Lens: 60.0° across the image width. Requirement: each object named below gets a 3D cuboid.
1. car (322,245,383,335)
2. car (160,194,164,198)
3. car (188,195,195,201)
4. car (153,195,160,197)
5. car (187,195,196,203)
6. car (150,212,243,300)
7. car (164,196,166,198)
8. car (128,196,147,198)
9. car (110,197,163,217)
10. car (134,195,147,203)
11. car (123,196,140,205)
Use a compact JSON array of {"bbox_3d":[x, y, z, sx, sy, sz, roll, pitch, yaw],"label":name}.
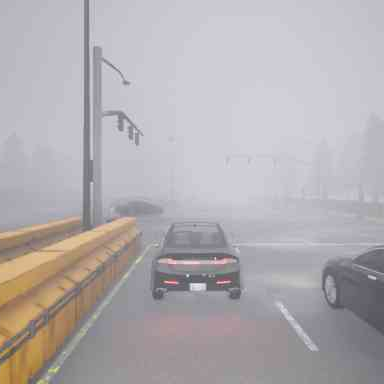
[{"bbox_3d":[3.595,1.505,4.989,1.837,1.490,4.892,0,0,0],"label":"car"},{"bbox_3d":[-7.116,1.526,65.796,1.812,1.442,4.674,0,0,0],"label":"car"},{"bbox_3d":[-0.106,1.524,88.507,1.812,1.442,4.674,0,0,0],"label":"car"},{"bbox_3d":[-7.155,1.547,55.983,2.033,1.411,5.357,0,0,0],"label":"car"},{"bbox_3d":[-0.050,1.556,70.930,1.994,1.385,4.181,0,0,0],"label":"car"},{"bbox_3d":[0.074,1.492,8.401,2.128,1.511,4.902,0,0,-1],"label":"car"},{"bbox_3d":[-7.091,1.355,75.772,2.097,1.767,4.553,0,0,0],"label":"car"},{"bbox_3d":[-7.154,1.352,46.508,2.097,1.767,4.553,0,0,0],"label":"car"},{"bbox_3d":[-4.891,1.526,31.029,4.674,1.442,1.812,0,0,-38],"label":"car"},{"bbox_3d":[-10.583,1.478,69.071,1.882,1.535,5.008,0,0,0],"label":"car"},{"bbox_3d":[-10.647,1.492,58.982,2.128,1.511,4.902,0,0,0],"label":"car"}]
